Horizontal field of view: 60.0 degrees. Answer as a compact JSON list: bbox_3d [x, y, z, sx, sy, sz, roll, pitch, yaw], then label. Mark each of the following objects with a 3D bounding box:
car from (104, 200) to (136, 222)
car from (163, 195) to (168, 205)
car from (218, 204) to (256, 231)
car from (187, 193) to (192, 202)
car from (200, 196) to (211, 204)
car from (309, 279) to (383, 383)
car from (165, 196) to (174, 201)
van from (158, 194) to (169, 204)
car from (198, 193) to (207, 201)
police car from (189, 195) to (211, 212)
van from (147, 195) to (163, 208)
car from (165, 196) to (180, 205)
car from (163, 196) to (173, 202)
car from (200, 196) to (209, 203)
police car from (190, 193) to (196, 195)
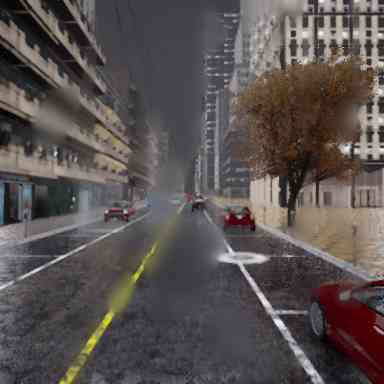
[{"bbox_3d":[-5.672,1.483,26.576,1.967,1.590,4.097,1,0,0],"label":"car"},{"bbox_3d":[-5.671,1.618,60.774,1.947,1.339,4.313,1,0,0],"label":"car"},{"bbox_3d":[2.707,1.477,20.766,1.967,1.590,4.097,1,0,0],"label":"car"},{"bbox_3d":[0.006,1.177,74.756,2.150,2.045,5.566,0,0,0],"label":"car"},{"bbox_3d":[2.710,1.601,66.353,2.008,1.369,4.403,1,0,0],"label":"car"},{"bbox_3d":[2.703,1.590,3.669,1.802,1.307,4.206,1,0,0],"label":"car"},{"bbox_3d":[-5.669,1.621,83.565,1.802,1.307,4.206,1,0,0],"label":"car"},{"bbox_3d":[-5.666,1.391,66.471,1.690,1.788,3.998,1,0,0],"label":"van"},{"bbox_3d":[2.717,1.349,89.146,2.192,1.841,5.009,1,0,0],"label":"car"},{"bbox_3d":[0.903,1.475,39.386,1.930,1.638,5.238,0,0,0],"label":"police car"},{"bbox_3d":[-5.668,1.393,49.373,1.690,1.788,3.998,1,0,0],"label":"van"},{"bbox_3d":[-3.047,1.653,57.847,1.895,1.301,4.718,0,0,1],"label":"car"},{"bbox_3d":[-5.669,1.595,77.868,2.008,1.369,4.403,1,0,0],"label":"car"},{"bbox_3d":[2.711,1.592,72.051,1.887,1.381,4.507,1,0,0],"label":"car"},{"bbox_3d":[0.904,1.477,55.389,1.930,1.638,5.238,0,0,0],"label":"police car"}]
